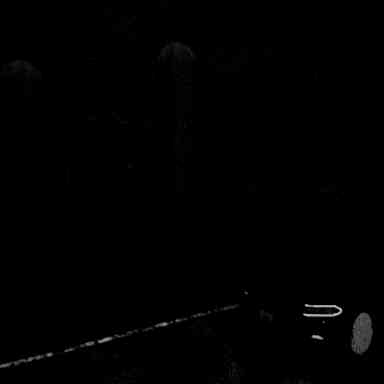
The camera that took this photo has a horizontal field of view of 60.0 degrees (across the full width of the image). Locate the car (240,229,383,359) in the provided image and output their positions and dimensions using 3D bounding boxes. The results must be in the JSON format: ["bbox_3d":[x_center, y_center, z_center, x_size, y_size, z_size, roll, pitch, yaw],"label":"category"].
[{"bbox_3d":[3.089,1.508,6.210,5.008,1.535,1.882,0,0,-36],"label":"car"}]
